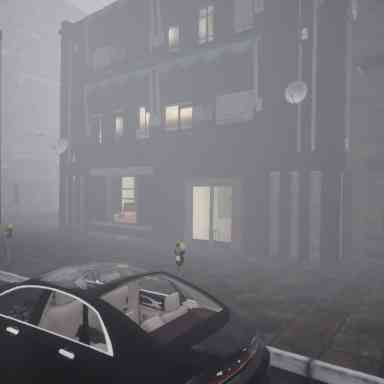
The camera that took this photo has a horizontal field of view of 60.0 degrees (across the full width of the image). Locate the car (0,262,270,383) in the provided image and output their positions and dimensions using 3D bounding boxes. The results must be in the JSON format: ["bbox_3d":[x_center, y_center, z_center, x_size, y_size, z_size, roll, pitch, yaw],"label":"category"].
[{"bbox_3d":[-1.300,1.550,3.939,4.403,1.369,2.008,0,1,35],"label":"car"}]

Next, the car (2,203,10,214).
[{"bbox_3d":[-21.544,1.623,34.882,2.008,1.369,4.403,1,0,36],"label":"car"}]
